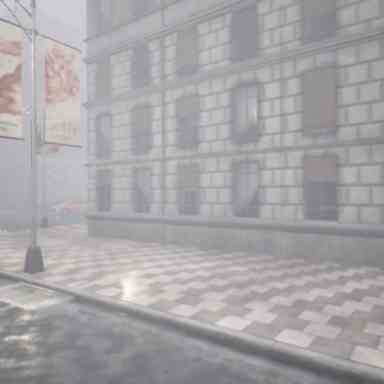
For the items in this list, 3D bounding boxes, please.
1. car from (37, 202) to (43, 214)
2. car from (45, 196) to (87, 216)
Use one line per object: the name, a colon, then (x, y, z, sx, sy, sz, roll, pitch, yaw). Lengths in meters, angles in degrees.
car: (-15.221, 1.495, 38.864, 2.150, 2.045, 5.566, -1, 0, 36)
car: (-13.024, 1.598, 35.919, 2.097, 1.767, 4.553, -1, 0, 36)
